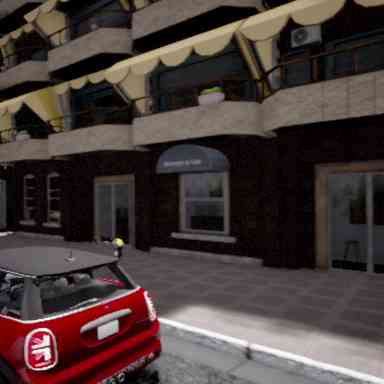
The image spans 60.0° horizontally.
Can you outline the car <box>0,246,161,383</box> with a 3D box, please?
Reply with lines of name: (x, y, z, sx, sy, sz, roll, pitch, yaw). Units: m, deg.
car: (-2.461, 1.492, 4.629, 4.097, 1.590, 1.967, -1, 0, 35)
